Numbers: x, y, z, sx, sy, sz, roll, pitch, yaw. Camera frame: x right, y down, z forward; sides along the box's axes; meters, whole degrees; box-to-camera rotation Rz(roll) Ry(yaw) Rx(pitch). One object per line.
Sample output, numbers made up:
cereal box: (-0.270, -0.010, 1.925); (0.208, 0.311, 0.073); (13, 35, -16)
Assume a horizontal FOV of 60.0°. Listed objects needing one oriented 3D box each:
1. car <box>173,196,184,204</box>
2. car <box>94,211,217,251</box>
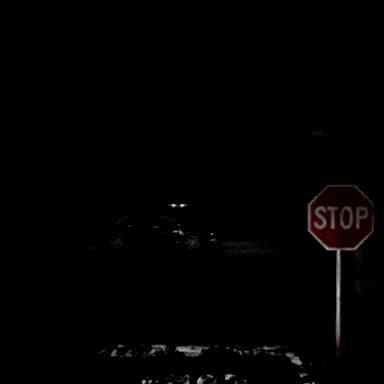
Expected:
car: (-2.620, 1.597, 65.384); (1.882, 1.535, 5.008); (0, 0, 0)
car: (-1.448, 1.539, 13.532); (4.892, 1.490, 1.837); (0, 0, 0)
